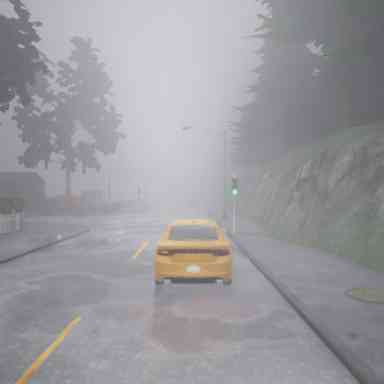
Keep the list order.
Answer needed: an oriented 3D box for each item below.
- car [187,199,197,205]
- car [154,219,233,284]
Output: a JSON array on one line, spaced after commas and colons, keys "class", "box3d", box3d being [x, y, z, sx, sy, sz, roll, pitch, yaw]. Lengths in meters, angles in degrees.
[{"class": "car", "box3d": [0.007, 1.924, 64.832, 1.895, 1.301, 4.718, 0, 0, 0]}, {"class": "car", "box3d": [0.043, 1.527, 9.731, 1.882, 1.535, 5.008, 0, 0, 0]}]
